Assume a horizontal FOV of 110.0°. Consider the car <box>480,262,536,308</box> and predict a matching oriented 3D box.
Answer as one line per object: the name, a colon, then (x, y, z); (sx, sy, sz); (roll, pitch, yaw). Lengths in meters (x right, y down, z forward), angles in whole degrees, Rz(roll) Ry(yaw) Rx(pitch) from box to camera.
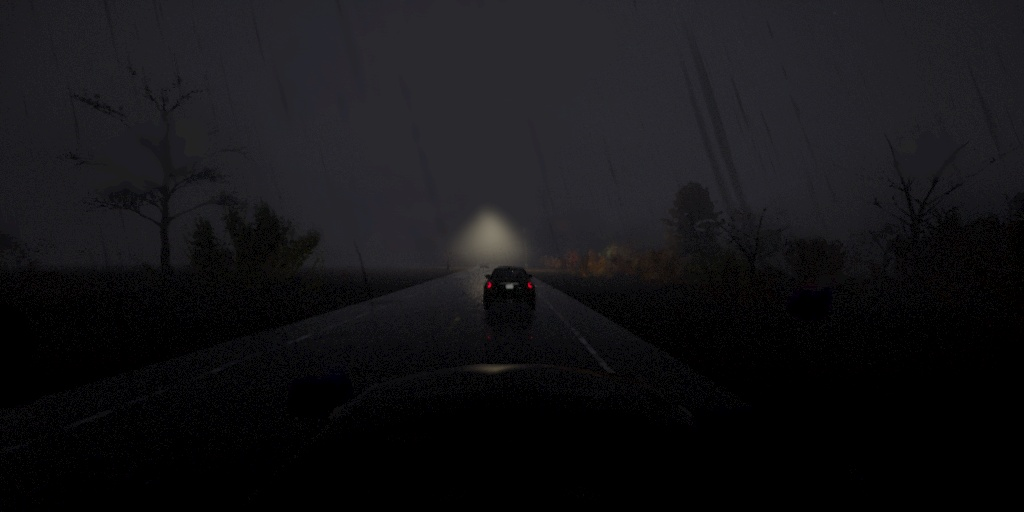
car: (-0.128, 1.229, 15.999); (2.097, 1.767, 4.553); (0, -1, -1)
